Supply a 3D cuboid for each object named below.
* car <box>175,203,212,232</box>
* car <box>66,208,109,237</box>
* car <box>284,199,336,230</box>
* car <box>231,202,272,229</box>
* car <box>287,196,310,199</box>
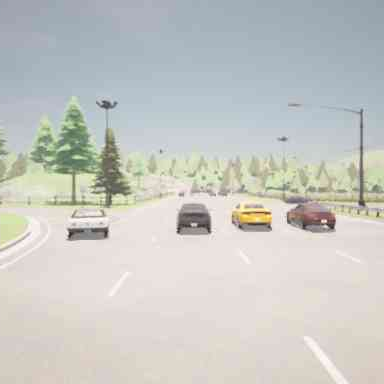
[{"bbox_3d":[0.103,1.388,19.207,1.837,1.490,4.892,0,0,0],"label":"car"},{"bbox_3d":[-5.388,1.495,17.414,1.895,1.301,4.718,0,0,-16],"label":"car"},{"bbox_3d":[7.103,1.403,20.192,1.812,1.442,4.674,0,0,0],"label":"car"},{"bbox_3d":[3.603,1.352,20.751,1.882,1.535,5.008,0,0,0],"label":"car"},{"bbox_3d":[16.433,1.251,51.845,1.994,1.385,4.181,0,0,-37],"label":"car"}]
